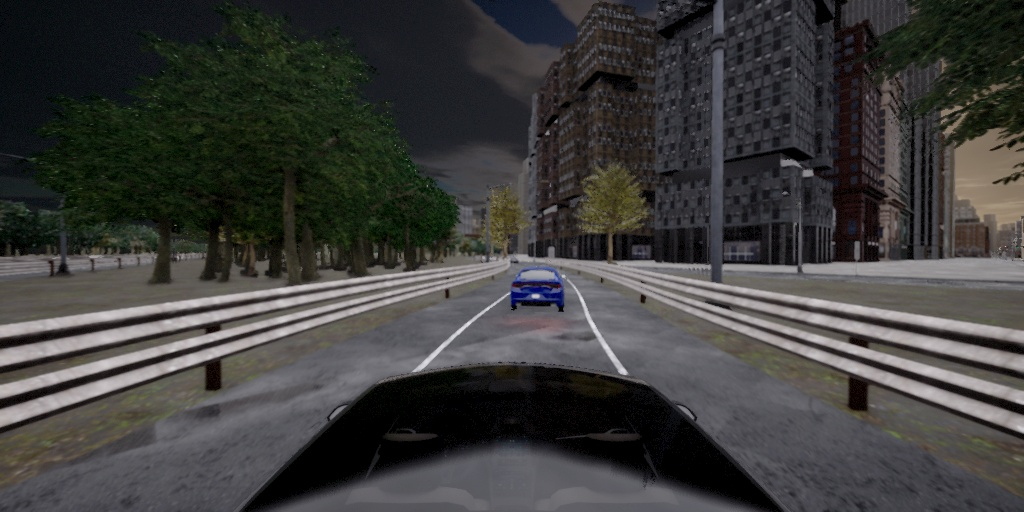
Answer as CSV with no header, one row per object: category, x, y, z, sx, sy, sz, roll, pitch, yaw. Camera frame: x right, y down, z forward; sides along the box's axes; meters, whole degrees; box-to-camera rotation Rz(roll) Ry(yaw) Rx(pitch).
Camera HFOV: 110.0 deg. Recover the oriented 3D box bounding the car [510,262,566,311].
car,1.088,1.164,14.218,1.882,1.535,5.008,0,0,7
